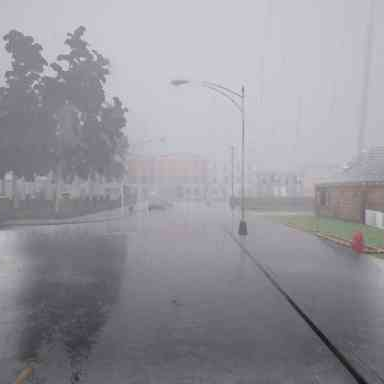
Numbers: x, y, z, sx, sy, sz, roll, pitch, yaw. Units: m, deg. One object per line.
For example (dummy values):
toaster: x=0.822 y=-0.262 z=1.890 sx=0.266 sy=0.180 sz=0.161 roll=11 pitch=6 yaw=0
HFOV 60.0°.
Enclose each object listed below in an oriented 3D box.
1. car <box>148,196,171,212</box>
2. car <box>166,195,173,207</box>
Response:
car: x=-4.010 y=1.547 z=39.787 sx=2.033 sy=1.411 sz=5.357 roll=0 pitch=0 yaw=0
car: x=-3.954 y=1.352 z=49.936 sx=2.097 sy=1.767 sz=4.553 roll=0 pitch=0 yaw=1
